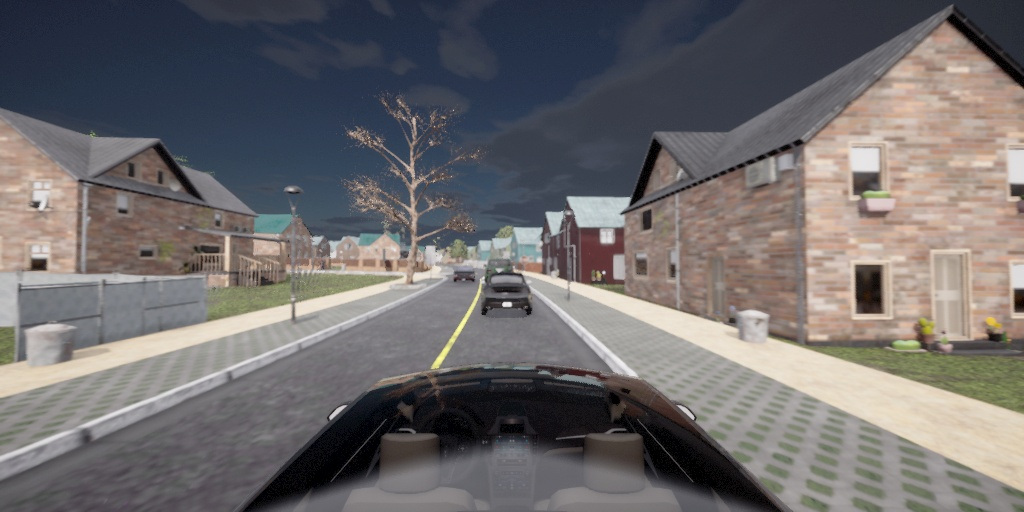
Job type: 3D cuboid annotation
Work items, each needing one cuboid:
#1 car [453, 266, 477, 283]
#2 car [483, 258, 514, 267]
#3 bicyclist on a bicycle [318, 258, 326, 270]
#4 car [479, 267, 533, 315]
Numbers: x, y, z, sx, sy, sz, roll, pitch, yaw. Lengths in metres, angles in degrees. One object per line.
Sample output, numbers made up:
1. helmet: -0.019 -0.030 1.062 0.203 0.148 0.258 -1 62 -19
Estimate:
1. car: -4.165 1.579 32.054 2.033 1.411 5.357 0 -1 -4
2. car: -1.025 1.214 27.996 2.150 2.045 5.566 0 -1 -4
3. bicyclist on a bicycle: -24.112 1.044 45.594 0.582 1.620 1.656 1 -1 4
4. car: -0.233 1.372 14.320 1.837 1.490 4.892 0 0 -2
